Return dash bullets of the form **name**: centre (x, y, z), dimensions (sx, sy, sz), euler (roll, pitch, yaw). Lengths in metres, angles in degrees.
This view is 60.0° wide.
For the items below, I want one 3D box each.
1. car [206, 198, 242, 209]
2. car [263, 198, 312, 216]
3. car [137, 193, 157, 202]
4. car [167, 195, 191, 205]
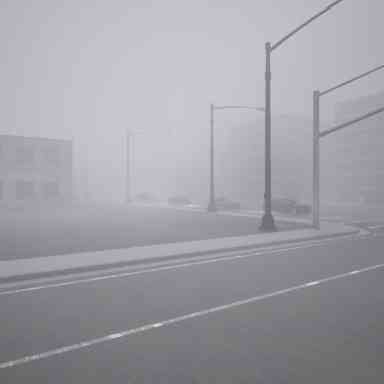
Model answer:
- **car**: centre (3.765, 1.332, 39.672), dimensions (1.895, 1.301, 4.718), euler (0, 1, -34)
- **car**: centre (9.063, 1.345, 31.978), dimensions (1.882, 1.535, 5.008), euler (0, 1, -35)
- **car**: centre (-7.648, 0.866, 56.401), dimensions (2.128, 1.511, 4.902), euler (0, 1, -34)
- **car**: centre (-1.891, 1.120, 47.938), dimensions (1.994, 1.385, 4.181), euler (0, 1, -34)
